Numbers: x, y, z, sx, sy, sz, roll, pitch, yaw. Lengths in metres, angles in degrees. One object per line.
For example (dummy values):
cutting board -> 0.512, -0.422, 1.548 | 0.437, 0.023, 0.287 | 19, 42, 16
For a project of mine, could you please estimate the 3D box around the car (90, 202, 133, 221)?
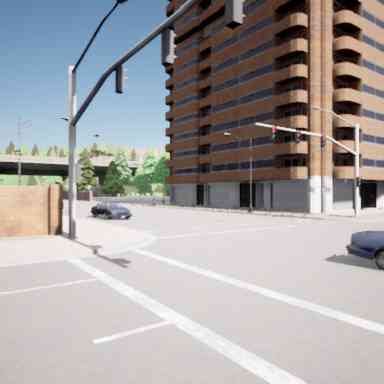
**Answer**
car -> -6.904, 1.547, 28.047 | 2.033, 1.411, 5.357 | 0, 0, -36

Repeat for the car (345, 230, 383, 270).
car -> 6.982, 1.548, 8.799 | 2.033, 1.411, 5.357 | 0, 0, -36
